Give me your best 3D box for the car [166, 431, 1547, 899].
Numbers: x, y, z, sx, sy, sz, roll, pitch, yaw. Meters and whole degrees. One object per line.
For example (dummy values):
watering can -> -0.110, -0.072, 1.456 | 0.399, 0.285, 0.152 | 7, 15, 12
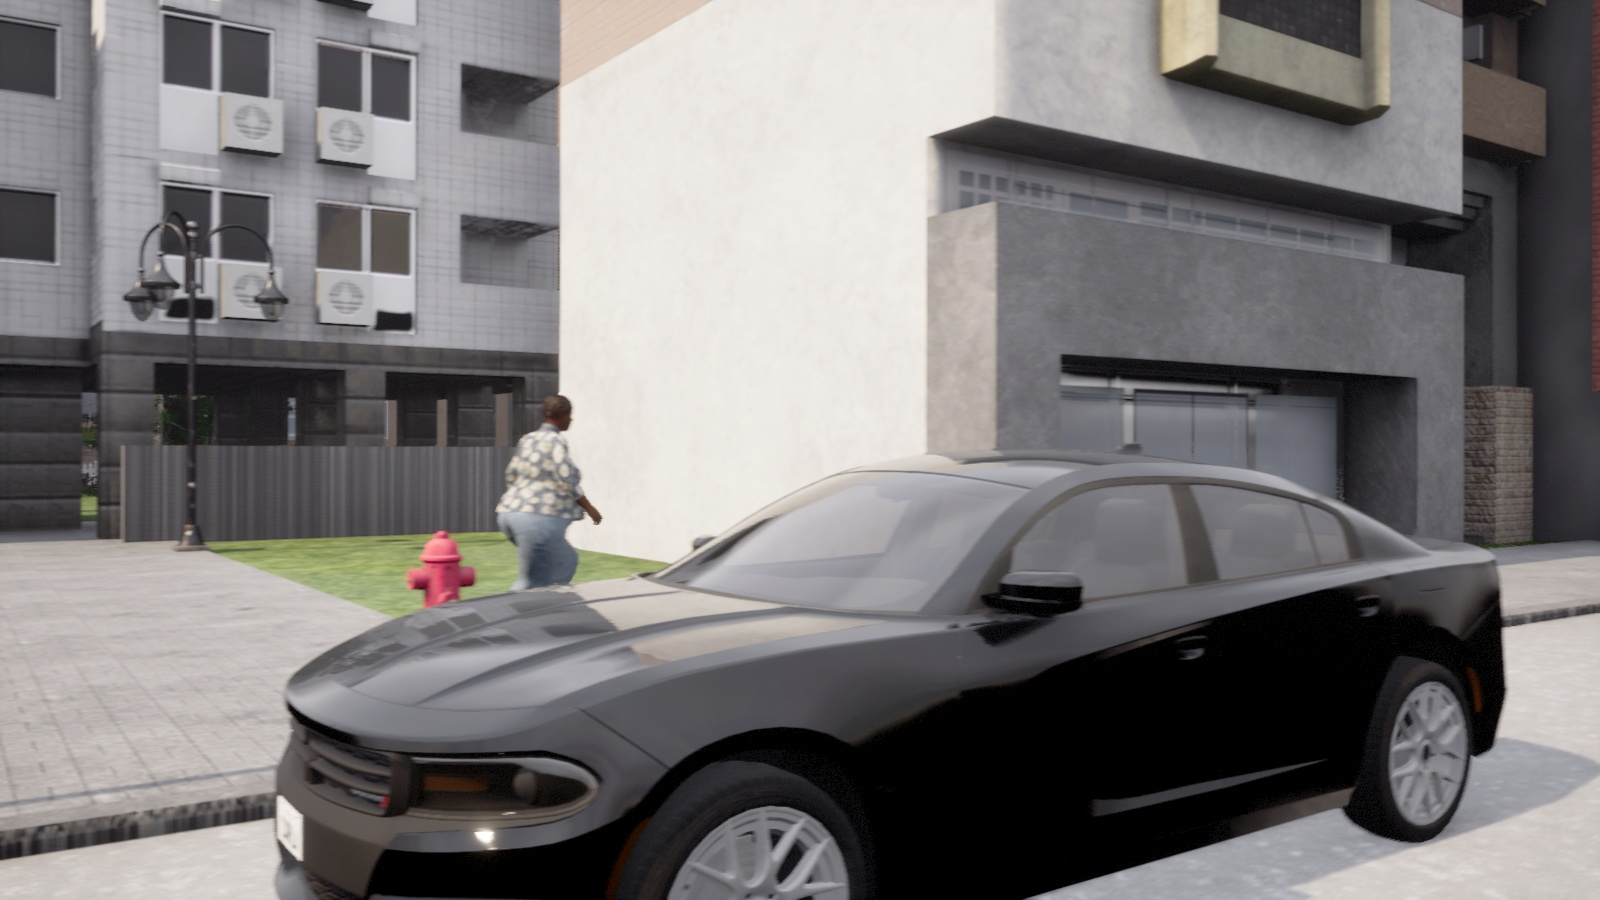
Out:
car -> 0.570, 0.733, 4.664 | 5.008, 1.535, 1.882 | 0, 0, -35

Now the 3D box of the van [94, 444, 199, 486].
van -> -32.136, 0.717, 61.797 | 4.442, 1.987, 1.775 | 0, 0, -34

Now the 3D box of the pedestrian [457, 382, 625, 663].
pedestrian -> -1.849, 0.480, 8.928 | 0.900, 1.855, 0.874 | 0, 0, -35
